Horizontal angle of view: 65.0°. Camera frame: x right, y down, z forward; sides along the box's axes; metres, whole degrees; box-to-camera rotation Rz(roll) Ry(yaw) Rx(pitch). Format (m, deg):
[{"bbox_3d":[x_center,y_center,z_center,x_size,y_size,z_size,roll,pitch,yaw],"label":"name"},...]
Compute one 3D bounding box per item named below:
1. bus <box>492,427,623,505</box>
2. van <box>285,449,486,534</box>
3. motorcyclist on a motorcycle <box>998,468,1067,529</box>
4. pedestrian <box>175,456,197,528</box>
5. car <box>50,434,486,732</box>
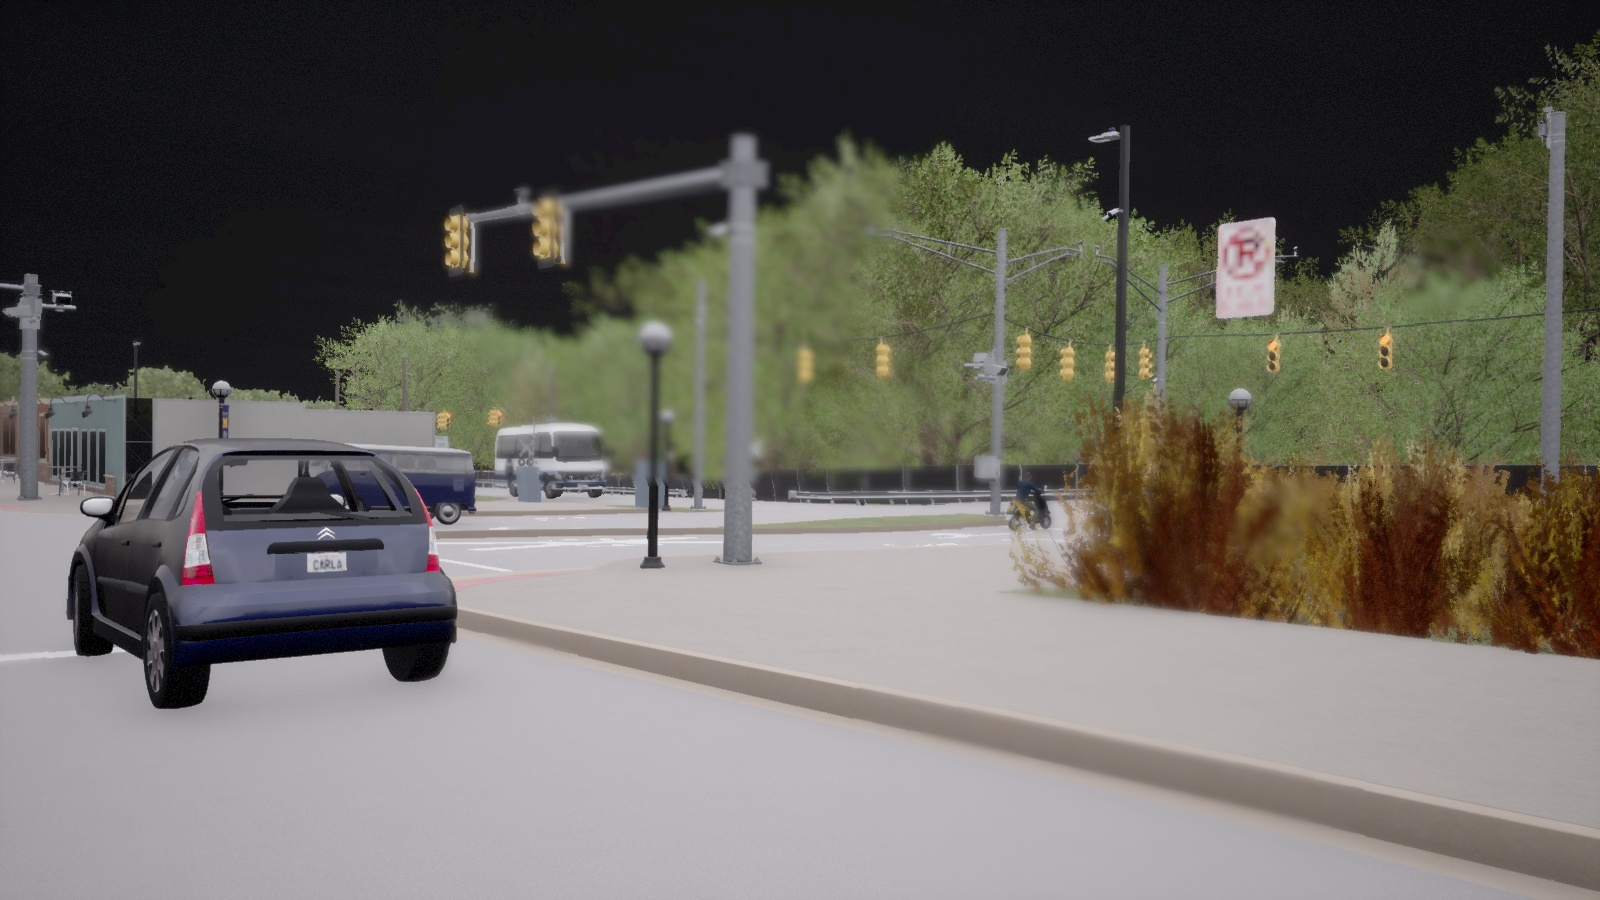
[{"bbox_3d":[-14.547,0.953,74.506,3.944,4.253,10.273,-1,-1,-33],"label":"bus"},{"bbox_3d":[-10.429,1.056,31.787,4.442,1.987,1.775,2,-3,-41],"label":"van"},{"bbox_3d":[6.381,1.320,34.445,1.817,1.590,0.866,-1,0,-39],"label":"motorcyclist on a motorcycle"},{"bbox_3d":[-16.728,1.123,34.231,0.396,1.930,0.692,0,1,-14],"label":"pedestrian"},{"bbox_3d":[-3.969,0.760,8.959,1.851,1.617,3.988,-1,-1,-38],"label":"car"}]
